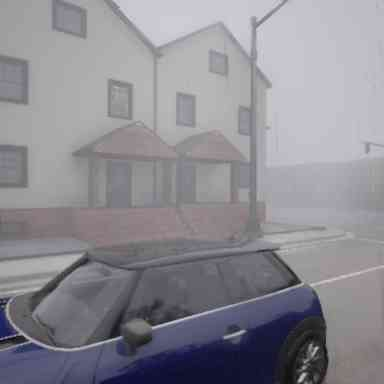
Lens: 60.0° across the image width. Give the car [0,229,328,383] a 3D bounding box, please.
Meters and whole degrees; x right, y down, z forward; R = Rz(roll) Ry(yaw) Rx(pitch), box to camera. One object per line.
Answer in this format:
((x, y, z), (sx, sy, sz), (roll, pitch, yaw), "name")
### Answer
((-0.624, 1.360, 3.529), (4.553, 1.767, 2.097), (0, 0, -35), "car")
